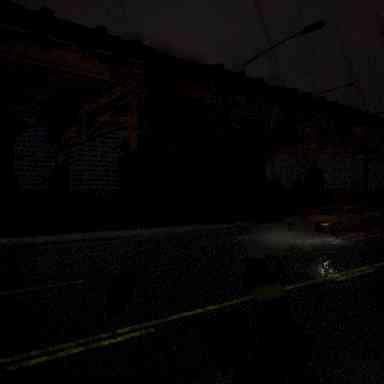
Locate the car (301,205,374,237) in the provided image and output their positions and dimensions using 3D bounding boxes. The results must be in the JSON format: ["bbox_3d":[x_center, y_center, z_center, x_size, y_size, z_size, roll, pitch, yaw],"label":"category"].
[{"bbox_3d":[8.069,1.477,18.305,5.008,1.535,1.882,0,0,-35],"label":"car"}]
